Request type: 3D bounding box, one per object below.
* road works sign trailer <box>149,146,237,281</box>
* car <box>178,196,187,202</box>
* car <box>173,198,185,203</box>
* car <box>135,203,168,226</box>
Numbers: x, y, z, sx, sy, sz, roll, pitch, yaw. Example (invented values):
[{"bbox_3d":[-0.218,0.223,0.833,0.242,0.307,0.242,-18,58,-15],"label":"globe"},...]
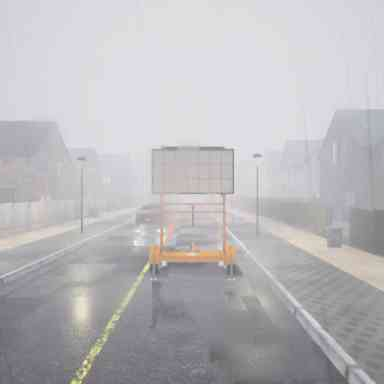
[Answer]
[{"bbox_3d":[0.029,0.465,9.852,2.380,3.560,2.880,0,0,1],"label":"road works sign trailer"},{"bbox_3d":[-2.531,1.913,89.843,2.128,1.511,4.902,0,-1,0],"label":"car"},{"bbox_3d":[-2.636,1.797,64.648,1.994,1.385,4.181,0,0,1],"label":"car"},{"bbox_3d":[-2.794,1.499,23.603,1.882,1.535,5.008,0,0,0],"label":"car"}]
